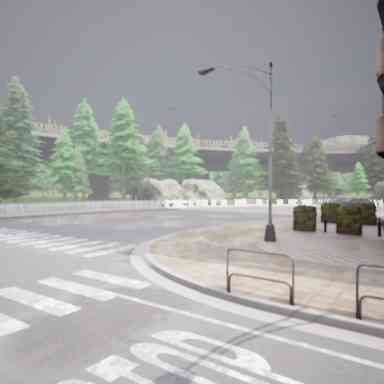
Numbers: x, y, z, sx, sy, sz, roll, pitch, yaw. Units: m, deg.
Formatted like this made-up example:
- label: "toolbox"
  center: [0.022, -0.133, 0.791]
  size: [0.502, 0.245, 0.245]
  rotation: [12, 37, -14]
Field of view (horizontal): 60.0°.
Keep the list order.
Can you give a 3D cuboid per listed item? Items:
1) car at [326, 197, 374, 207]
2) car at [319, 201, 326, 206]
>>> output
- label: "car"
  center: [19.294, 1.414, 39.983]
  size: [4.892, 1.490, 1.837]
  rotation: [1, 0, -2]
- label: "car"
  center: [19.107, 1.420, 43.443]
  size: [4.674, 1.442, 1.812]
  rotation: [0, 0, -2]
